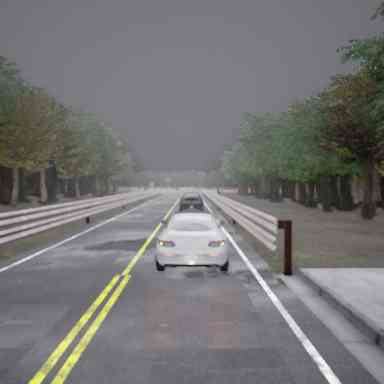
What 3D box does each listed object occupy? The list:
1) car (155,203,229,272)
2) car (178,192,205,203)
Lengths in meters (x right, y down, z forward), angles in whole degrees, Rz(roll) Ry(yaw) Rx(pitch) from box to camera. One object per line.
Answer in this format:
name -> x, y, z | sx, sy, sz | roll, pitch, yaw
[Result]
car -> 0.031, 1.268, 9.771 | 1.812, 1.442, 4.674 | 0, 1, 1
car -> -0.045, 0.789, 27.370 | 1.837, 1.490, 4.892 | 0, 2, 0
